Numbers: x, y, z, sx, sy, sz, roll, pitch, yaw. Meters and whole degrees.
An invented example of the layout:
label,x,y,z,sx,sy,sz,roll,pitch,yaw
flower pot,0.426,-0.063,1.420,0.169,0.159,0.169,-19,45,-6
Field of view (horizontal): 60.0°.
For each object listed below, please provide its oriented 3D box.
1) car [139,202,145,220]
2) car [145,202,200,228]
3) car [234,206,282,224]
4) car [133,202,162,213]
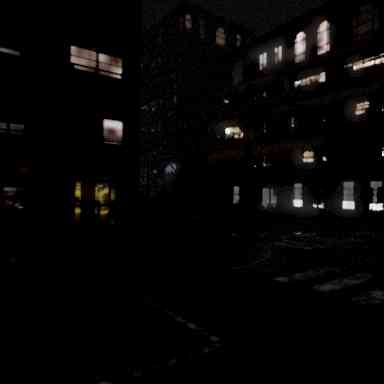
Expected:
label,x,y,z,sx,sy,sz,roll,pitch,yaw
car,-5.710,1.753,29.103,1.947,1.339,4.313,1,-1,-36
car,-1.220,1.578,22.846,1.967,1.590,4.097,1,-1,-36
car,5.380,1.820,27.605,2.008,1.369,4.403,1,-1,-36
car,-5.834,1.955,42.933,1.947,1.339,4.313,1,-1,-36
